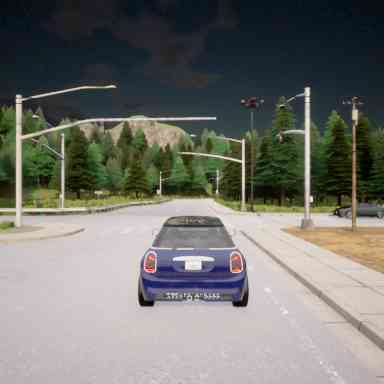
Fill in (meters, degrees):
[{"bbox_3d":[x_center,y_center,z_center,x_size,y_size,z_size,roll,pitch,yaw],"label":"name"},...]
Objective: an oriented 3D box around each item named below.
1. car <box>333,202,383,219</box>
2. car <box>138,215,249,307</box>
[{"bbox_3d":[14.515,1.591,28.770,4.181,1.385,1.994,0,0,1],"label":"car"},{"bbox_3d":[0.042,1.349,8.150,2.097,1.767,4.553,0,0,0],"label":"car"}]
